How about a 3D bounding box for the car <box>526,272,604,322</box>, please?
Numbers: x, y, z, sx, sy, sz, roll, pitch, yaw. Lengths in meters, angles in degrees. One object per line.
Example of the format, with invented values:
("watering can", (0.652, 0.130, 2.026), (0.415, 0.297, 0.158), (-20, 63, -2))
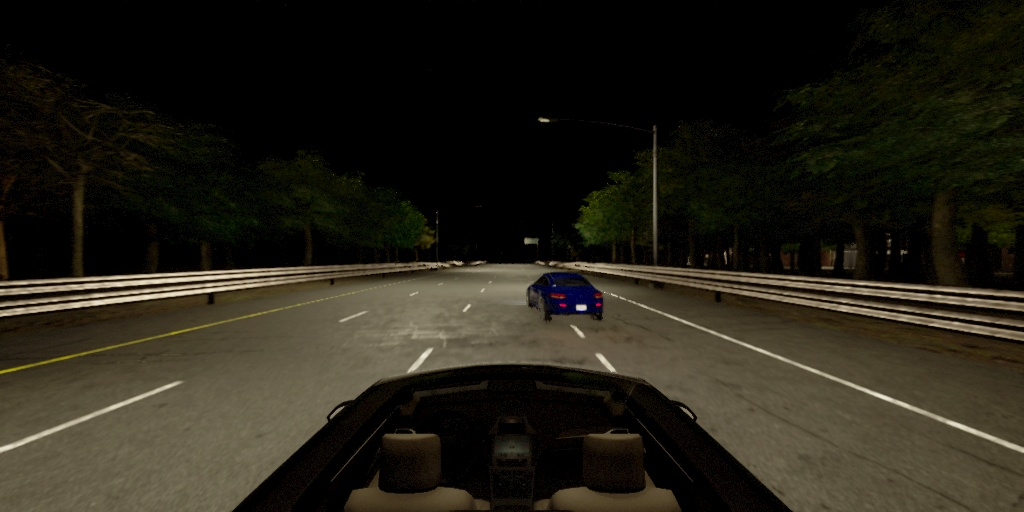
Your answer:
("car", (1.675, 1.281, 12.301), (1.812, 1.442, 4.674), (0, 0, -7))
